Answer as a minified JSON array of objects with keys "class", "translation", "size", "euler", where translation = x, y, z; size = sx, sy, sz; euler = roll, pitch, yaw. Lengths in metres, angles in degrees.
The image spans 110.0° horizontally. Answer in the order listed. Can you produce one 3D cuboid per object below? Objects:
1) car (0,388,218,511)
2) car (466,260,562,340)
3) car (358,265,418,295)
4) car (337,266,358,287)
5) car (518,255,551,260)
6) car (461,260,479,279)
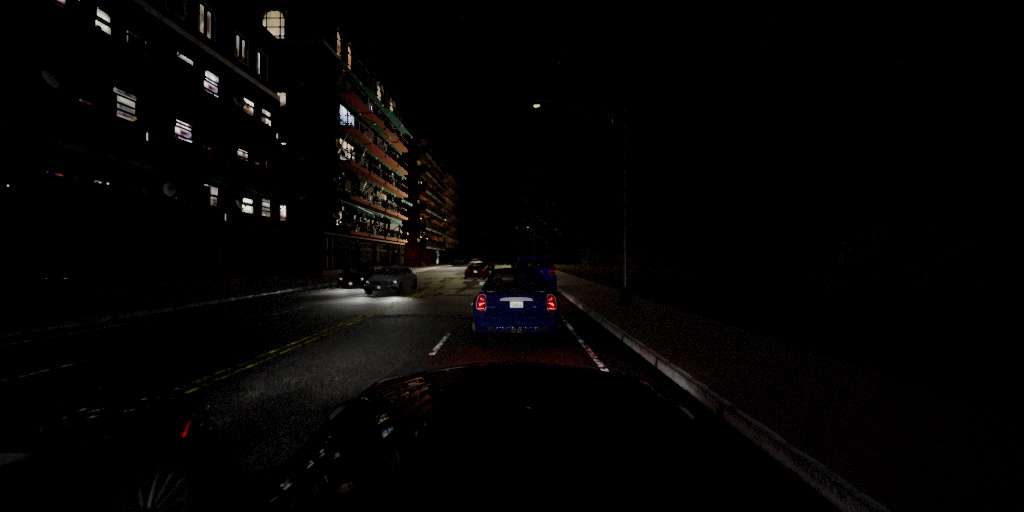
[{"class":"car","translation":[-3.154,1.241,0.726],"size":[2.128,1.511,4.902],"euler":[0,0,0]},{"class":"car","translation":[0.101,1.103,10.100],"size":[2.097,1.767,4.553],"euler":[0,0,0]},{"class":"car","translation":[-6.592,1.278,20.068],"size":[1.812,1.442,4.674],"euler":[0,0,0]},{"class":"car","translation":[-9.839,1.300,24.507],"size":[2.033,1.411,5.357],"euler":[0,0,0]},{"class":"car","translation":[1.144,0.977,19.674],"size":[2.150,2.045,5.566],"euler":[0,0,0]},{"class":"car","translation":[-3.135,1.316,32.651],"size":[1.994,1.385,4.181],"euler":[0,0,0]}]
